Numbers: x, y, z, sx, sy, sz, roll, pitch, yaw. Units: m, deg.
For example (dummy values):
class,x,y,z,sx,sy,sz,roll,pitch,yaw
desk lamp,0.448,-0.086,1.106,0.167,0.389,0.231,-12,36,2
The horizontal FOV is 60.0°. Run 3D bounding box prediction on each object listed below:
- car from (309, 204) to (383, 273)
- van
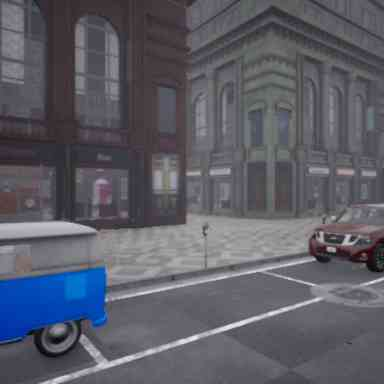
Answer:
class,x,y,z,sx,sy,sz,roll,pitch,yaw
car,6.027,1.326,10.950,5.009,1.841,2.192,0,0,-36
van,-3.150,1.341,4.404,3.998,1.788,1.690,0,0,-36
